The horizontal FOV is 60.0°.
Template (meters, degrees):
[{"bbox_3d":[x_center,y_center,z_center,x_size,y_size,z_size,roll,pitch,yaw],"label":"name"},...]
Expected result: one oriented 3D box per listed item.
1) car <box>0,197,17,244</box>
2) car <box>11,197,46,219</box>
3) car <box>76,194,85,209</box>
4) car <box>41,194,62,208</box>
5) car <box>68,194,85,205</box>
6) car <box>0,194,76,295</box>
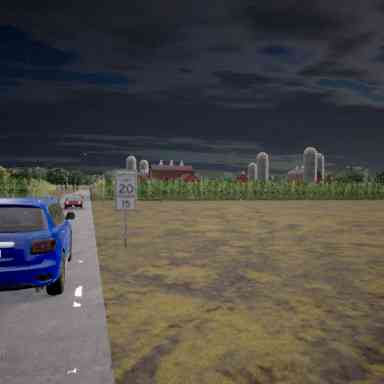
[{"bbox_3d":[-8.961,1.175,13.935,2.097,1.767,4.553,0,1,-17],"label":"car"},{"bbox_3d":[-12.751,1.204,26.214,1.812,1.442,4.674,0,1,-17],"label":"car"},{"bbox_3d":[-13.091,1.170,37.056,1.895,1.301,4.718,0,1,-17],"label":"car"},{"bbox_3d":[-17.261,1.060,41.066,1.837,1.490,4.892,0,1,-17],"label":"car"},{"bbox_3d":[-16.114,0.997,46.659,2.033,1.411,5.357,0,1,-17],"label":"car"},{"bbox_3d":[-4.228,1.130,8.280,2.150,2.045,5.566,0,1,-17],"label":"car"}]
